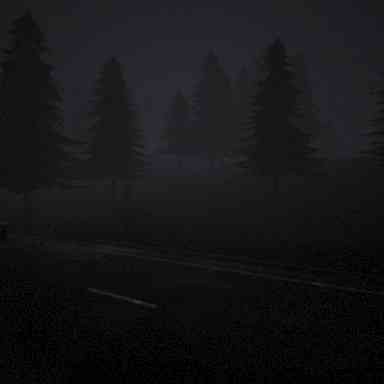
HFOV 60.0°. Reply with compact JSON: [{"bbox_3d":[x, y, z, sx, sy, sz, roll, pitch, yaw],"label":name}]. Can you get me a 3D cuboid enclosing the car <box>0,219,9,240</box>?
[{"bbox_3d":[-10.597,1.579,15.850,4.181,1.385,1.994,0,0,36],"label":"car"}]
